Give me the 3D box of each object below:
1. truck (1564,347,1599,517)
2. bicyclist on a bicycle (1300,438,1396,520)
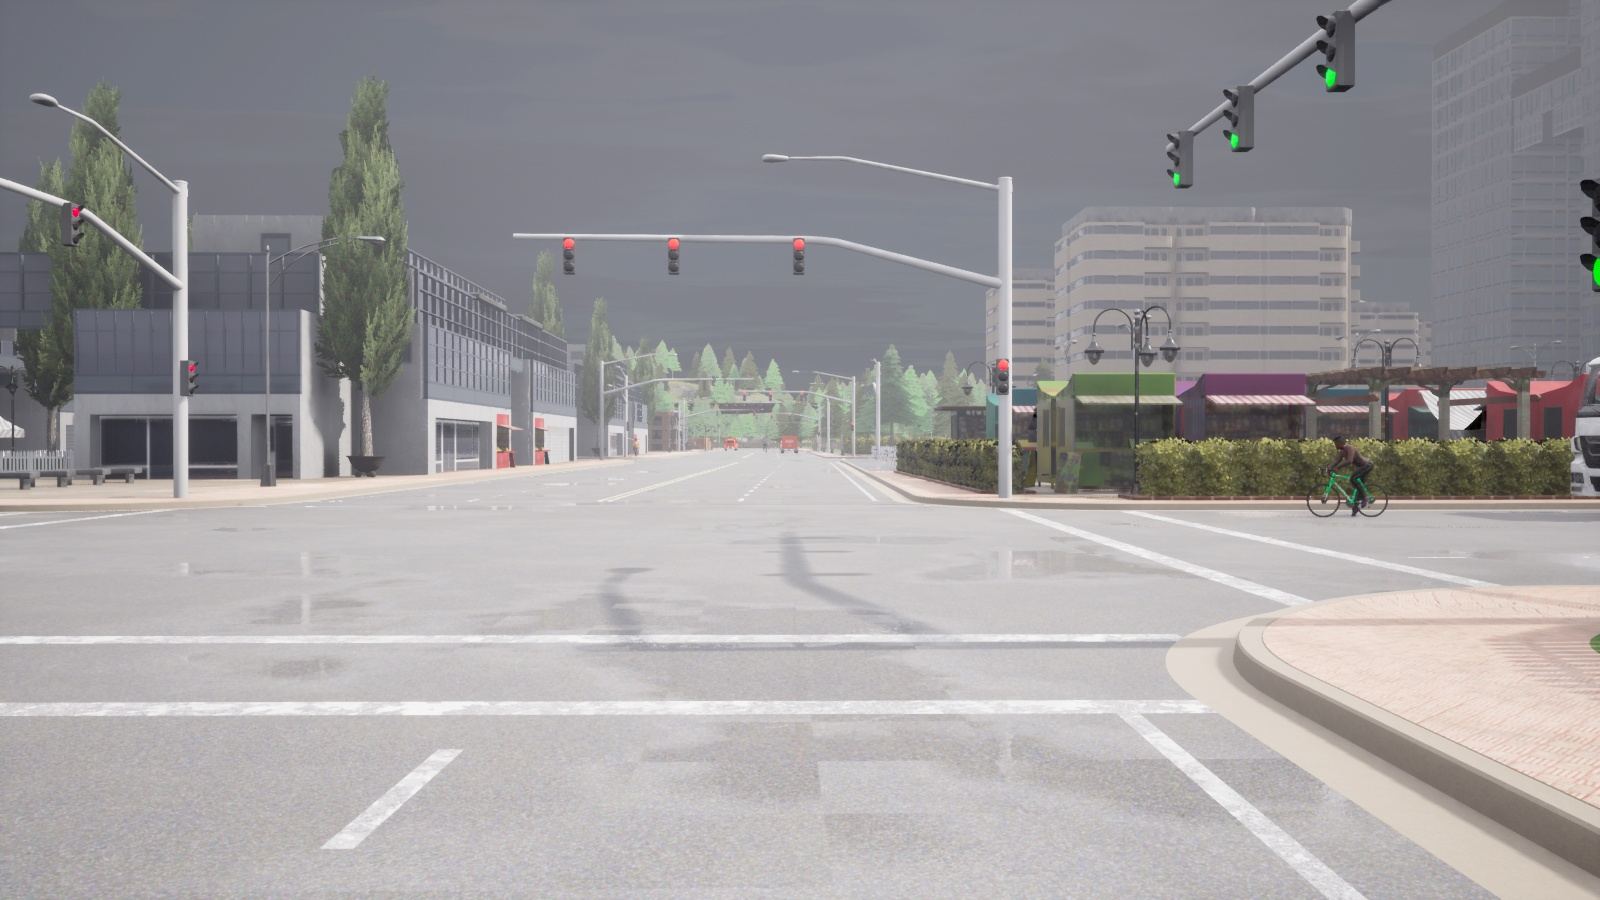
[{"bbox_3d":[20.193,-0.362,25.251,7.936,3.462,2.891,0,0,-1],"label":"truck"},{"bbox_3d":[10.932,0.567,25.075,1.656,1.620,0.582,0,0,-1],"label":"bicyclist on a bicycle"}]
